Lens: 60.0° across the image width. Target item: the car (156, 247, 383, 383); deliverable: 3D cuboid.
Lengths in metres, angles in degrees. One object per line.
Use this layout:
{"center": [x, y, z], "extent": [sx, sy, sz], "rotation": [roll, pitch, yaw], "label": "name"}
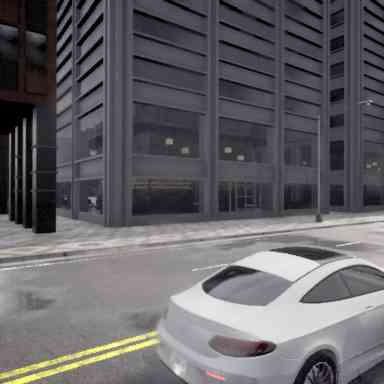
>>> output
{"center": [1.739, 1.527, 4.673], "extent": [4.674, 1.442, 1.812], "rotation": [0, 0, -36], "label": "car"}
